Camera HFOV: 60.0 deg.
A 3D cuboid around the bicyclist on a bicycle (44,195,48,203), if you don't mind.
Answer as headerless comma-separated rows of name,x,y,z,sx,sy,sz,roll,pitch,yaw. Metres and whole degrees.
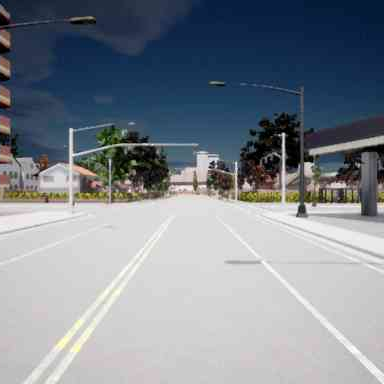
bicyclist on a bicycle,-26.493,1.275,60.491,0.582,1.620,1.656,0,0,1
